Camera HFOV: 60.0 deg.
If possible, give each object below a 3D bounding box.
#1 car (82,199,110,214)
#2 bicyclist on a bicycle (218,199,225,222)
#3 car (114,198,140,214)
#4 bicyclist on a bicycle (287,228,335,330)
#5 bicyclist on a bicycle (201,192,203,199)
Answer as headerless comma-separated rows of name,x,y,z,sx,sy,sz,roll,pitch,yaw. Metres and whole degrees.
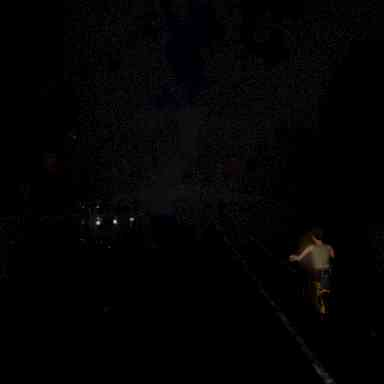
car,-9.760,1.416,34.086,1.812,1.442,4.674,0,0,0
bicyclist on a bicycle,2.244,1.388,25.047,0.582,1.620,1.656,0,0,0
car,-6.511,1.369,33.811,1.882,1.535,5.008,0,0,0
bicyclist on a bicycle,2.188,1.432,5.915,0.866,1.612,1.509,0,0,0
bicyclist on a bicycle,2.242,0.680,75.091,0.659,1.776,1.843,0,2,0
